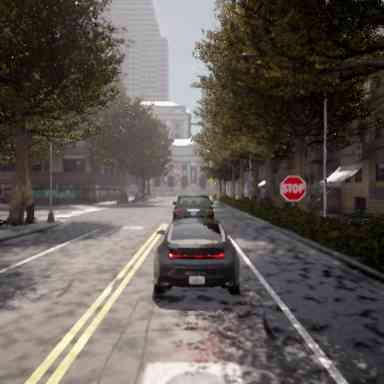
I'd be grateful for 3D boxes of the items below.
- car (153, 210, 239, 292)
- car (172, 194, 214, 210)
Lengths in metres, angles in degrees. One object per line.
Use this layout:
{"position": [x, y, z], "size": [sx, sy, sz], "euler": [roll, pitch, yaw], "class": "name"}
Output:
{"position": [0.096, 1.443, 8.766], "size": [1.837, 1.490, 4.892], "euler": [0, 0, 0], "class": "car"}
{"position": [0.067, 1.096, 18.568], "size": [2.150, 2.045, 5.566], "euler": [0, 0, 0], "class": "car"}
